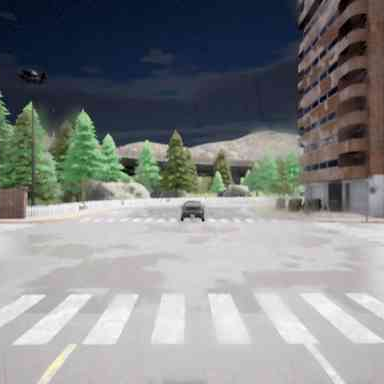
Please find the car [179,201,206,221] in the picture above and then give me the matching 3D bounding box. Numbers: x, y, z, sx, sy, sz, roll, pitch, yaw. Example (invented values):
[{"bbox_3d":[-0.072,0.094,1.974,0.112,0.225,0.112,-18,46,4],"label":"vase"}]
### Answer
[{"bbox_3d":[0.041,1.506,27.517,1.837,1.490,4.892,0,1,0],"label":"car"}]
